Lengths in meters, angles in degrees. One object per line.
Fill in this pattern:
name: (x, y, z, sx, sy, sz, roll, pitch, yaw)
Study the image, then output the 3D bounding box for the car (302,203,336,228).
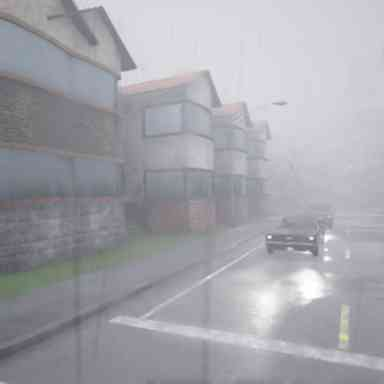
car: (8.787, 1.562, 22.880, 2.128, 1.511, 4.902, -2, -1, 26)

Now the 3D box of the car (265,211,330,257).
car: (4.402, 1.696, 13.748, 1.895, 1.301, 4.718, -2, -1, 26)
